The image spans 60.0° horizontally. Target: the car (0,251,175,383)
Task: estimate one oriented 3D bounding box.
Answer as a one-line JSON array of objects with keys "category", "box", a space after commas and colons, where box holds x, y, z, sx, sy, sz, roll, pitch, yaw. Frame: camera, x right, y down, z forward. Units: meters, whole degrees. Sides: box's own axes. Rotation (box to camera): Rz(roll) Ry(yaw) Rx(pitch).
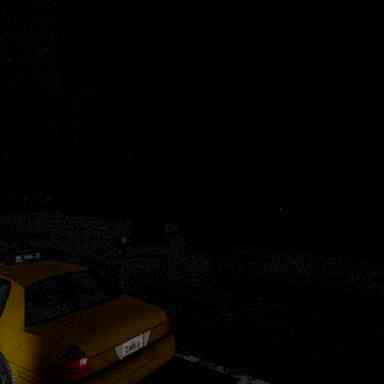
[{"category": "car", "box": [-2.477, 1.525, 4.726, 4.829, 1.417, 1.752, 0, 0, 35]}]
